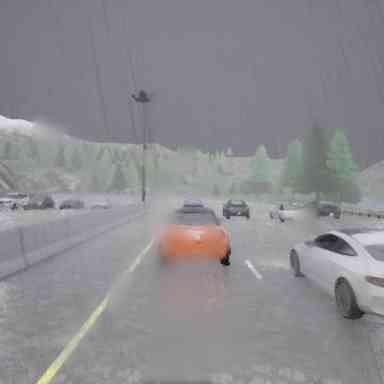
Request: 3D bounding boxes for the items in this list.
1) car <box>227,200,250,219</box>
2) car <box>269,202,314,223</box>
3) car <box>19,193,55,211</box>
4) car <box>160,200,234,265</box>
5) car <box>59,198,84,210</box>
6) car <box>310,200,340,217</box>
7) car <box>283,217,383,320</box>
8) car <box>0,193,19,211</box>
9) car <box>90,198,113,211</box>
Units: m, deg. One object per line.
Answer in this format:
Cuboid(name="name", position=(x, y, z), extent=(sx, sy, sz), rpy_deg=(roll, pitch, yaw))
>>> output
Cuboid(name="car", position=(3.595, 1.413, 27.706), extent=(2.128, 1.511, 4.902), rpy_deg=(0, 0, 0))
Cuboid(name="car", position=(7.087, 1.529, 24.783), extent=(1.895, 1.301, 4.718), rpy_deg=(0, 0, 0))
Cuboid(name="car", position=(-17.757, 1.239, 38.813), extent=(2.097, 1.767, 4.553), rpy_deg=(0, 0, -2))
Cuboid(name="car", position=(0.089, 1.317, 11.734), extent=(2.097, 1.767, 4.553), rpy_deg=(0, 0, 0))
Cuboid(name="car", position=(-14.289, 1.450, 39.671), extent=(1.994, 1.385, 4.181), rpy_deg=(0, 0, -2))
Cuboid(name="car", position=(10.595, 1.426, 27.631), extent=(1.837, 1.490, 4.892), rpy_deg=(0, 1, 0))
Cuboid(name="car", position=(3.569, 1.505, 7.132), extent=(1.812, 1.442, 4.674), rpy_deg=(0, 0, 0))
Cuboid(name="car", position=(-21.263, 1.110, 39.578), extent=(2.150, 2.045, 5.566), rpy_deg=(0, 0, -2))
Cuboid(name="car", position=(-10.787, 1.411, 39.819), extent=(1.812, 1.442, 4.674), rpy_deg=(0, 0, -2))
